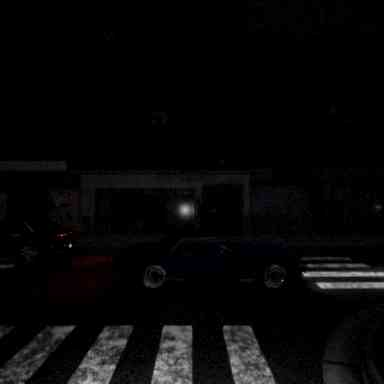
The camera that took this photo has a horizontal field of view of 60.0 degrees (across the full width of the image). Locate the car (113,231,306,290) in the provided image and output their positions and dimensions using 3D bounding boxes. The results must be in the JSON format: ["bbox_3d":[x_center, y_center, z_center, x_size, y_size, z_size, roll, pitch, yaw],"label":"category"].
[{"bbox_3d":[0.459,1.710,8.870,4.718,1.301,1.895,0,-1,0],"label":"car"}]

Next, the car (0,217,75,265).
[{"bbox_3d":[-6.736,1.660,11.824,4.892,1.490,1.837,0,-1,0],"label":"car"}]
